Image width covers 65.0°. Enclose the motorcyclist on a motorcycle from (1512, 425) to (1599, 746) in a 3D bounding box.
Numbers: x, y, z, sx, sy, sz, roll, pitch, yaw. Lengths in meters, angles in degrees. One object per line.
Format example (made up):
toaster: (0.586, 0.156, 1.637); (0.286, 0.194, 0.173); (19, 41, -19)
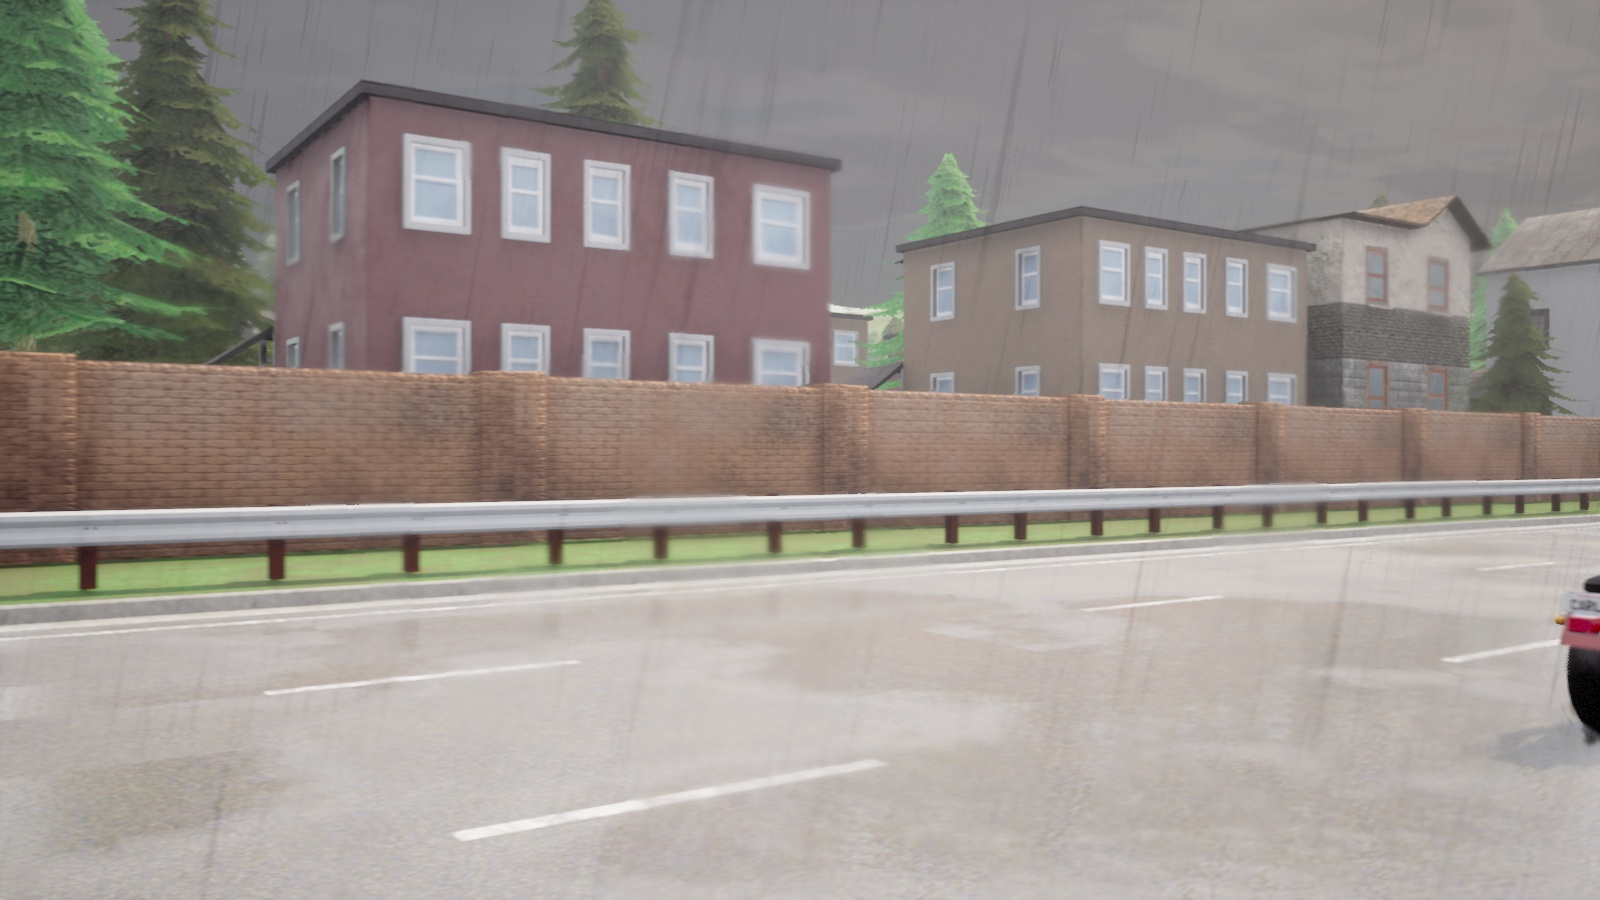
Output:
motorcyclist on a motorcycle: (5.053, 0.702, 7.176); (2.350, 1.649, 0.766); (0, 0, -35)
